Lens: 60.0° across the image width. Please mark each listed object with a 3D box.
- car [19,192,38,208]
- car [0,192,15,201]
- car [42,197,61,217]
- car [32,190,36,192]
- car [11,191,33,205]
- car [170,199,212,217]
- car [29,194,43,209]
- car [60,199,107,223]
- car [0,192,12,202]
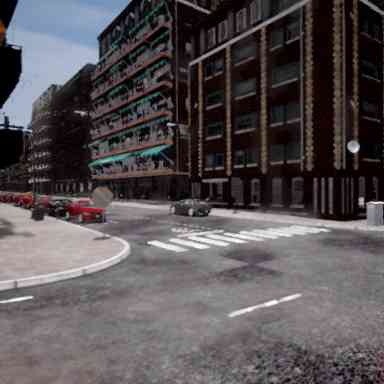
[{"bbox_3d":[-17.372,1.054,36.687,1.887,1.381,4.507,0,1,-36],"label":"car"},{"bbox_3d":[-30.789,0.741,54.975,2.008,1.369,4.403,0,1,-36],"label":"car"},{"bbox_3d":[-10.664,1.233,27.543,1.947,1.339,4.313,0,1,-36],"label":"car"},{"bbox_3d":[-37.529,0.316,78.327,1.752,1.417,4.829,0,1,-36],"label":"car"},{"bbox_3d":[-20.726,0.975,41.259,1.887,1.381,4.507,0,1,-36],"label":"car"},{"bbox_3d":[-0.168,1.232,27.454,2.008,1.369,4.403,0,1,-36],"label":"car"},{"bbox_3d":[-14.017,1.133,32.115,1.887,1.381,4.507,0,1,-36],"label":"car"},{"bbox_3d":[-7.323,1.290,22.968,1.887,1.381,4.507,0,1,-36],"label":"car"},{"bbox_3d":[-27.435,0.815,50.402,1.887,1.381,4.507,0,1,-36],"label":"car"}]
